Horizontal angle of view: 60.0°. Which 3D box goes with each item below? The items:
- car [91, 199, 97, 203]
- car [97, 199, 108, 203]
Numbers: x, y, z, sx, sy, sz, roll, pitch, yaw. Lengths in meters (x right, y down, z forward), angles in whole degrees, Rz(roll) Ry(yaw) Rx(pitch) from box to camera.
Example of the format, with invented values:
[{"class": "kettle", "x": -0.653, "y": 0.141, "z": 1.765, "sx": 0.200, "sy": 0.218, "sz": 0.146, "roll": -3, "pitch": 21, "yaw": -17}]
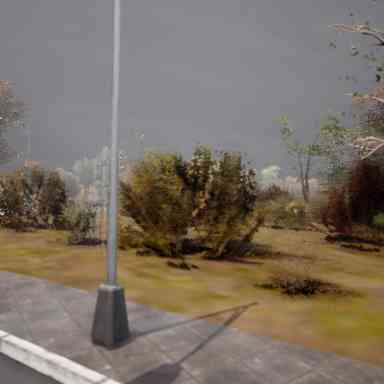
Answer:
[{"class": "car", "x": -17.151, "y": 1.947, "z": 59.641, "sx": 2.033, "sy": 1.411, "sz": 5.357, "roll": 2, "pitch": -2, "yaw": 18}, {"class": "car", "x": -14.001, "y": 2.009, "z": 58.046, "sx": 1.812, "sy": 1.442, "sz": 4.674, "roll": 2, "pitch": -2, "yaw": 19}]
